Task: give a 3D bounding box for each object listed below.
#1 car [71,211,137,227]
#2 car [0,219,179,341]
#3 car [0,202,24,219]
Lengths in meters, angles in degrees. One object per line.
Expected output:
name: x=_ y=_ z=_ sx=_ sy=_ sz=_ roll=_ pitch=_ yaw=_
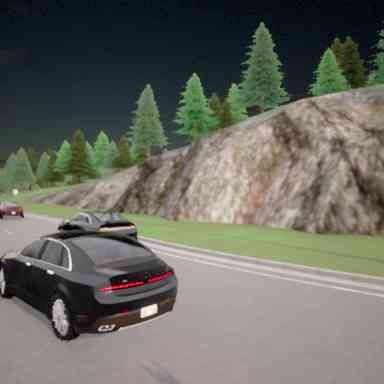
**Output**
car: x=-4.076 y=1.537 z=13.900 sx=2.128 sy=1.511 sz=4.902 roll=0 pitch=0 yaw=-39
car: x=-2.348 y=1.526 z=6.685 sx=1.837 sy=1.490 sz=4.892 roll=-1 pitch=0 yaw=-45
car: x=-16.593 y=1.601 z=30.169 sx=1.812 sy=1.442 sz=4.674 roll=0 pitch=0 yaw=-37
